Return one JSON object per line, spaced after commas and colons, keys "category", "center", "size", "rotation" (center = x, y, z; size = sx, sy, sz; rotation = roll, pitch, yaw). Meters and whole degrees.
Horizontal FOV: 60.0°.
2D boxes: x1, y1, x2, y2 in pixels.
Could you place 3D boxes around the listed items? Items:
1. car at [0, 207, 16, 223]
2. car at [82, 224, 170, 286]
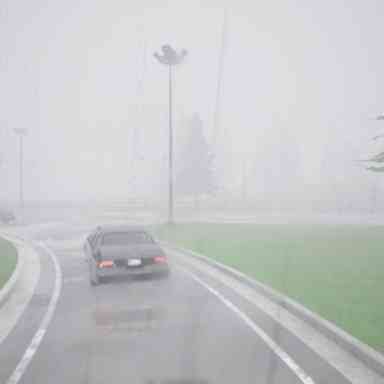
{"category": "car", "center": [-16.657, 1.842, 27.040], "size": [5.357, 1.411, 2.033], "rotation": [0, -1, 30]}
{"category": "car", "center": [-2.141, 1.646, 9.815], "size": [2.033, 1.411, 5.357], "rotation": [0, -1, -20]}
